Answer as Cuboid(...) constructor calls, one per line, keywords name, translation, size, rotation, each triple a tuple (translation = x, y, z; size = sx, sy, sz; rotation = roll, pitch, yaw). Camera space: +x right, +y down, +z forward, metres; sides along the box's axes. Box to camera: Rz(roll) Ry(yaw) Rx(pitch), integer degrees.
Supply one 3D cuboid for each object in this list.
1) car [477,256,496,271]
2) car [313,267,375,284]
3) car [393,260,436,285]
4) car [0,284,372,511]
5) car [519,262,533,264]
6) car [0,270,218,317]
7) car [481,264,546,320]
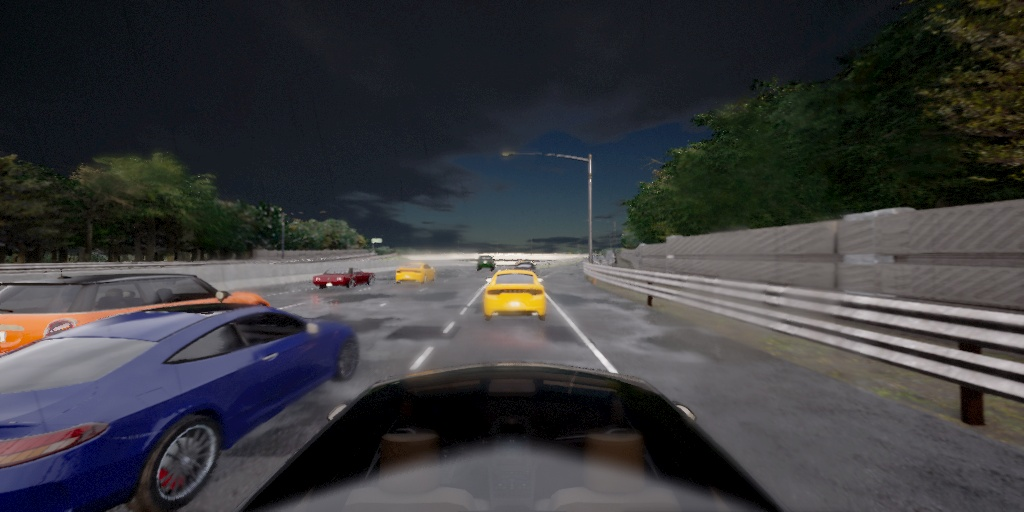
Cuboid(name="car", translation=(-3.501, 0.984, 49.188), size=(2.150, 2.045, 5.566), rotation=(0, 0, 0))
Cuboid(name="car", translation=(-10.400, 1.339, 22.633), size=(1.895, 1.301, 4.718), rotation=(0, 0, 0))
Cuboid(name="car", translation=(-6.901, 1.213, 26.180), size=(1.882, 1.535, 5.008), rotation=(0, 0, 0))
Cuboid(name="car", translation=(-3.500, 1.274, 4.174), size=(1.812, 1.442, 4.674), rotation=(0, 0, 0))
Cuboid(name="car", translation=(1.215, 1.254, 31.026), size=(1.812, 1.442, 4.674), rotation=(0, 0, 8))
Cuboid(name="car", translation=(-6.900, 1.099, 6.909), size=(2.097, 1.767, 4.553), rotation=(0, 0, 0))
Cuboid(name="car", translation=(0.100, 1.221, 12.641), size=(1.882, 1.535, 5.008), rotation=(0, 0, 0))
